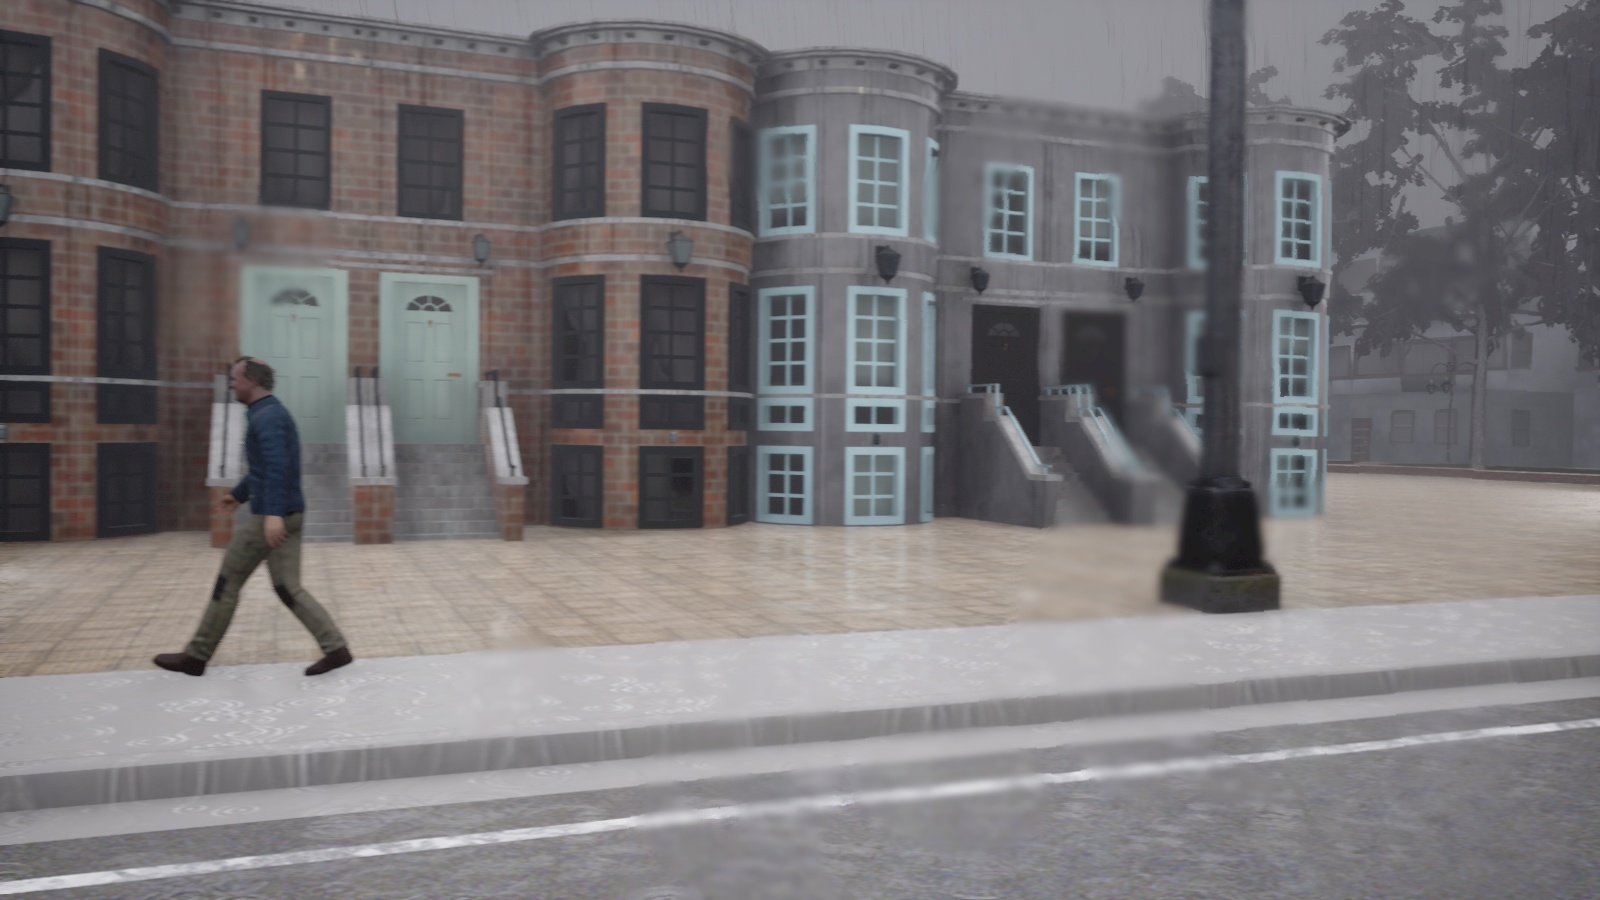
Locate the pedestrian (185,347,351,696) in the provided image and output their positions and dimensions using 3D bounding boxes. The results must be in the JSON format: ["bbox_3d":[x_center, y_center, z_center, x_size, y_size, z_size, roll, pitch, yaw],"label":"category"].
[{"bbox_3d":[-2.893,0.376,6.870,0.726,1.842,0.402,-1,1,-6],"label":"pedestrian"}]
